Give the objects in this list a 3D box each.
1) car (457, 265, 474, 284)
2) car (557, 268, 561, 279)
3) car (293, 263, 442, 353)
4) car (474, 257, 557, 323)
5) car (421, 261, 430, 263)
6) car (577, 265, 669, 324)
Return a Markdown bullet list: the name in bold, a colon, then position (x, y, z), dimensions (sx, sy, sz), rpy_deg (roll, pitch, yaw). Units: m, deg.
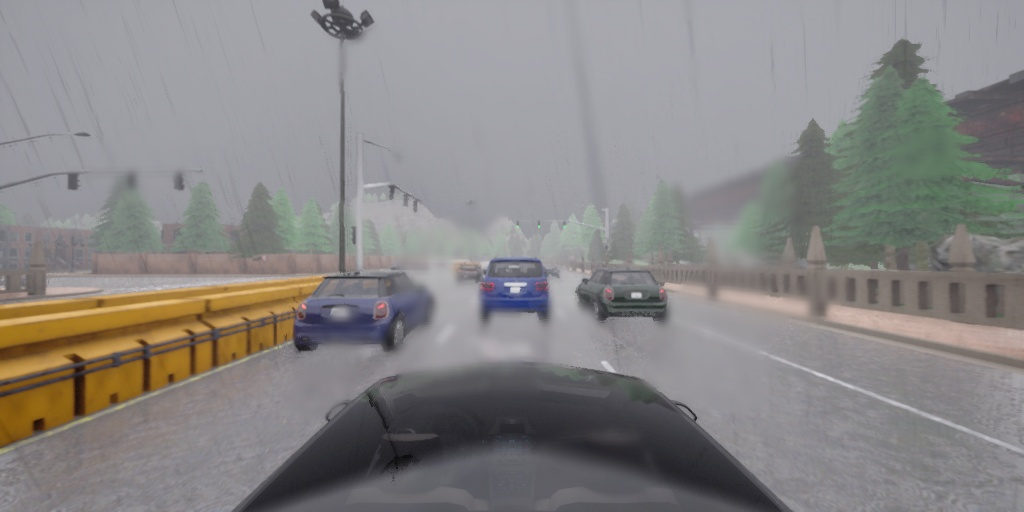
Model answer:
- **car**: position (-3.343, 1.444, 29.445), dimensions (2.128, 1.511, 4.902), rpy_deg (0, 0, 0)
- **car**: position (3.671, 1.601, 35.863), dimensions (1.895, 1.301, 4.718), rpy_deg (0, 0, 0)
- **car**: position (-3.384, 1.156, 9.191), dimensions (2.097, 1.767, 4.553), rpy_deg (0, 0, 0)
- **car**: position (0.121, 1.053, 12.689), dimensions (2.150, 2.045, 5.566), rpy_deg (0, 0, 0)
- **car**: position (-13.951, 1.702, 55.011), dimensions (1.994, 1.385, 4.181), rpy_deg (0, -1, 1)
- **car**: position (3.622, 1.182, 12.543), dimensions (2.097, 1.767, 4.553), rpy_deg (0, 0, 0)
